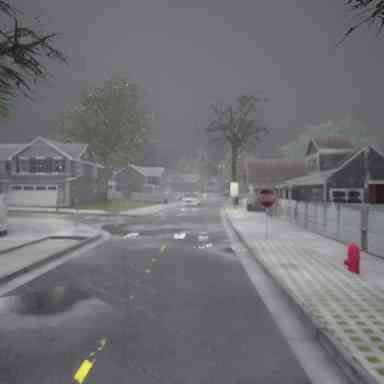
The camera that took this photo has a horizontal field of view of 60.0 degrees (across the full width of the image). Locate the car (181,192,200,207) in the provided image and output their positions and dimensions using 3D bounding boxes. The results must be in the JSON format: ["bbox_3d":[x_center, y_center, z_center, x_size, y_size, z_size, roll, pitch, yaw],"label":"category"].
[{"bbox_3d":[-0.128,1.097,45.643,2.150,2.045,5.566,0,2,6],"label":"car"}]
